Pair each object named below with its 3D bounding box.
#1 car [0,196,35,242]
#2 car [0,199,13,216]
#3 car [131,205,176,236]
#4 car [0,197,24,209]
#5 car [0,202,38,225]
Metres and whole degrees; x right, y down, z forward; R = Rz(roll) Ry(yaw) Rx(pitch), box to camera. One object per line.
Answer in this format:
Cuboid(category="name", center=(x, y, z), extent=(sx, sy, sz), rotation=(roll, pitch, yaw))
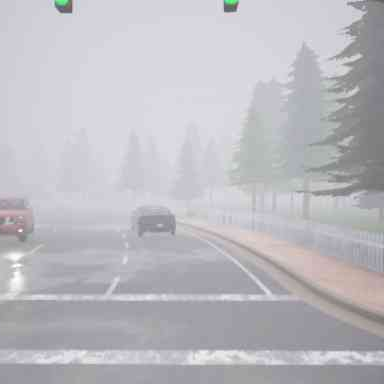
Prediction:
Cuboid(category="car", center=(-9.081, 1.216, 16.323), extent=(2.150, 2.045, 5.566), rotation=(0, 0, -20))
Cuboid(category="car", center=(-20.157, 1.526, 33.684), extent=(4.902, 1.511, 2.128), rotation=(0, 0, 43))
Cuboid(category="car", center=(-2.255, 1.460, 18.439), extent=(1.882, 1.535, 5.008), rotation=(0, 0, -16))
Cuboid(category="car", center=(-25.843, 1.536, 45.985), extent=(5.008, 1.535, 1.882), rotation=(0, 0, 23))
Cuboid(category="car", center=(-13.462, 1.560, 25.669), extent=(2.033, 1.411, 5.357), rotation=(0, 0, -33))
